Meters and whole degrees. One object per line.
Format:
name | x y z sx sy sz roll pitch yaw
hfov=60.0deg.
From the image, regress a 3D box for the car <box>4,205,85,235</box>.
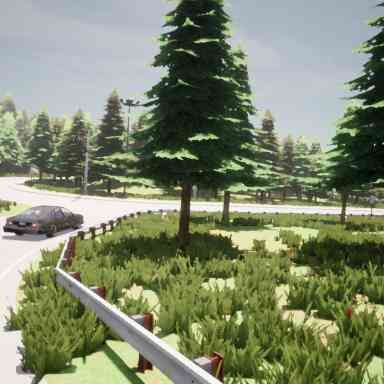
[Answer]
car | -7.401 1.412 17.297 2.033 1.411 5.357 4 1 3
